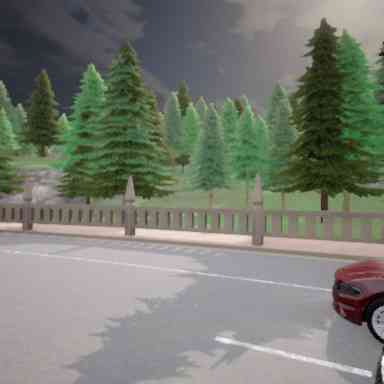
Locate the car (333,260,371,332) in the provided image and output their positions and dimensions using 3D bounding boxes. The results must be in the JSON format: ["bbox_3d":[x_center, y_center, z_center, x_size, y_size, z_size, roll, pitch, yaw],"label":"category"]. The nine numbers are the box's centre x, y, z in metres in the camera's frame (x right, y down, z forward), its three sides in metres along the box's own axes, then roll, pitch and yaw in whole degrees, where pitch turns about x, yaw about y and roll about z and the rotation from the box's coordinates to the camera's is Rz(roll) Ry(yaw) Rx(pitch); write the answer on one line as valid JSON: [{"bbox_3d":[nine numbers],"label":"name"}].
[{"bbox_3d":[4.740,1.478,4.793,5.008,1.535,1.882,0,0,29],"label":"car"}]

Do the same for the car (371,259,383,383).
[{"bbox_3d":[3.870,1.229,1.281,5.566,2.045,2.150,1,0,29],"label":"car"}]
